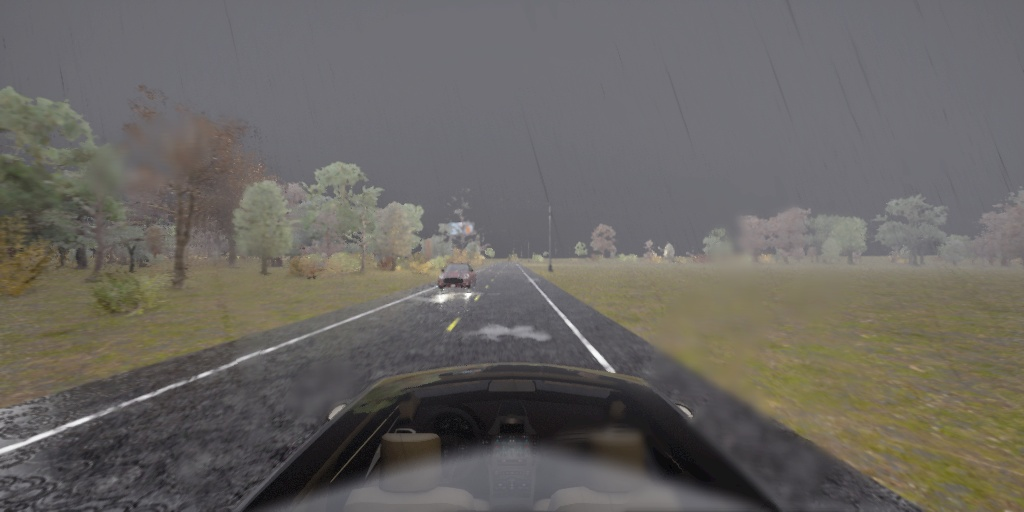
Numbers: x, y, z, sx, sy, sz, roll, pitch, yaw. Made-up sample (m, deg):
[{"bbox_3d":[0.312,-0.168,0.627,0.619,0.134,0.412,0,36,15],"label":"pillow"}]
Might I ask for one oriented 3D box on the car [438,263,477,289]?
[{"bbox_3d":[-3.604,1.252,24.222,2.097,1.767,4.553,0,0,0],"label":"car"}]
